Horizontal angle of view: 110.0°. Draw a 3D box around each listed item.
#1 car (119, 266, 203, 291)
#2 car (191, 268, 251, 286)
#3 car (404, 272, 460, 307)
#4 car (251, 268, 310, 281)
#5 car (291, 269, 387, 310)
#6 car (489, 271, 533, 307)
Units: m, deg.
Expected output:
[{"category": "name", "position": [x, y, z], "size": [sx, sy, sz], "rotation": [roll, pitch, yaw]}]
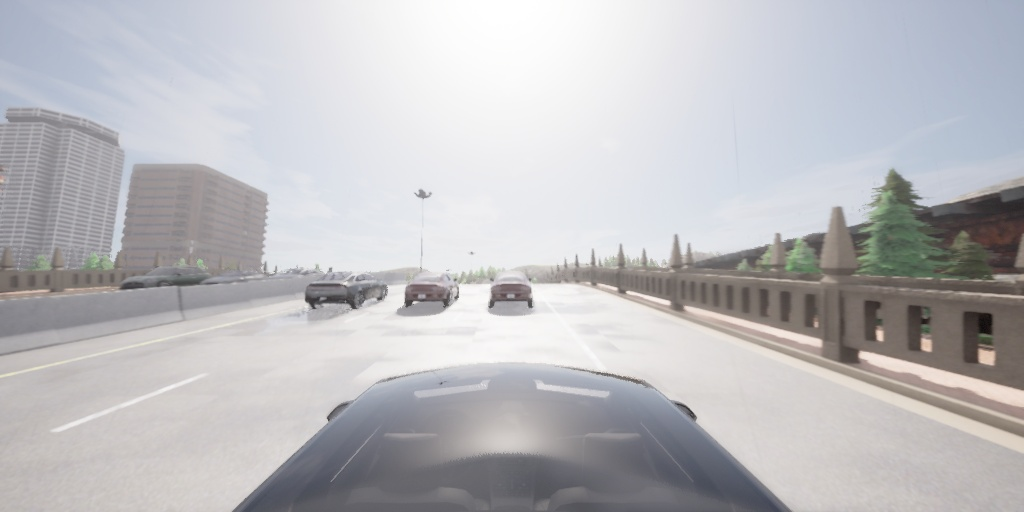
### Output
[{"category": "car", "position": [-21.248, 1.429, 22.303], "size": [2.097, 1.767, 4.553], "rotation": [0, -1, 0]}, {"category": "car", "position": [-17.747, 1.637, 23.231], "size": [1.994, 1.385, 4.181], "rotation": [0, -1, 0]}, {"category": "car", "position": [-3.554, 1.440, 16.400], "size": [1.812, 1.442, 4.674], "rotation": [0, -1, 0]}, {"category": "car", "position": [-14.245, 1.555, 23.663], "size": [2.128, 1.511, 4.902], "rotation": [0, -1, 0]}, {"category": "car", "position": [-7.053, 1.420, 15.763], "size": [2.128, 1.511, 4.902], "rotation": [0, -1, 0]}, {"category": "car", "position": [-0.054, 1.420, 16.308], "size": [1.812, 1.442, 4.674], "rotation": [0, -1, 0]}]
